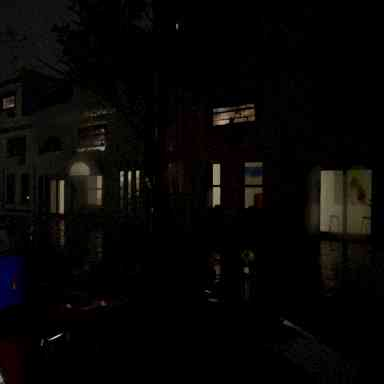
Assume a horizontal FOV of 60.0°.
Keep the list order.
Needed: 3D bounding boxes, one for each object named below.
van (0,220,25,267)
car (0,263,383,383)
[{"bbox_3d":[-4.839,1.340,6.302,3.998,1.788,1.690,0,1,35],"label":"van"},{"bbox_3d":[-0.314,1.582,3.091,4.206,1.307,1.802,0,1,35],"label":"car"}]
